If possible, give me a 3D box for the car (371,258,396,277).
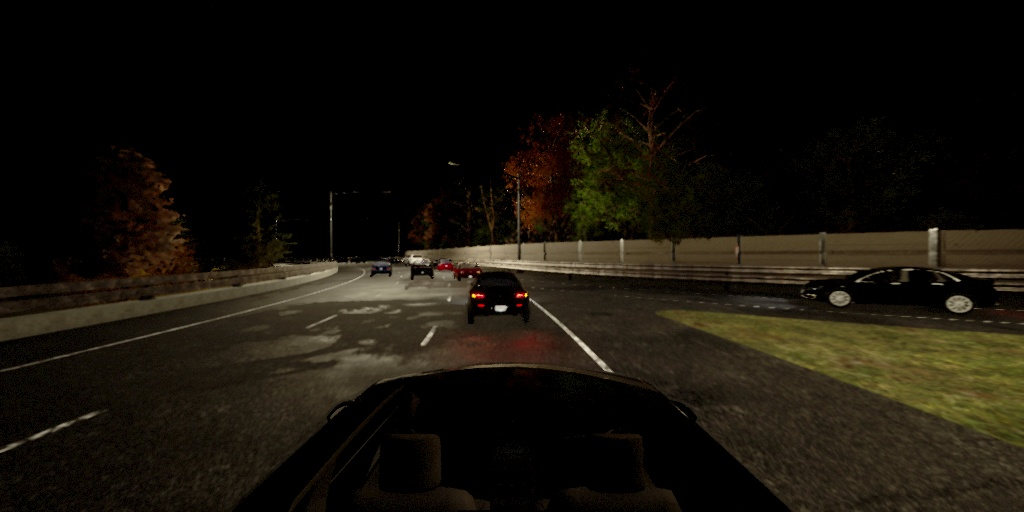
[{"bbox_3d":[-12.234,1.150,33.737,2.033,1.411,5.357,0,0,-18],"label":"car"}]

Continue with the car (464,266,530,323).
[{"bbox_3d":[-0.519,1.219,11.837,1.812,1.442,4.674,0,0,-5],"label":"car"}]

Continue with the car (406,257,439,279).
[{"bbox_3d":[-7.768,1.096,30.867,2.128,1.511,4.902,0,0,-16],"label":"car"}]

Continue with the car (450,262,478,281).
[{"bbox_3d":[-3.565,1.207,28.355,1.895,1.301,4.718,0,0,-14],"label":"car"}]

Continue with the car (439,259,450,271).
[{"bbox_3d":[-8.250,1.099,43.025,1.994,1.385,4.181,0,0,-21],"label":"car"}]

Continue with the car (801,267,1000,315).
[{"bbox_3d":[13.558,1.145,12.940,4.892,1.490,1.837,0,0,32],"label":"car"}]

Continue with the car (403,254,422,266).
[{"bbox_3d":[-16.216,0.691,59.022,2.150,2.045,5.566,0,1,-31],"label":"car"}]
